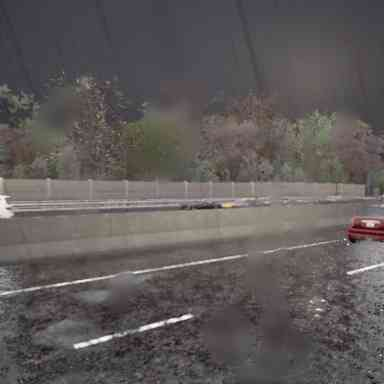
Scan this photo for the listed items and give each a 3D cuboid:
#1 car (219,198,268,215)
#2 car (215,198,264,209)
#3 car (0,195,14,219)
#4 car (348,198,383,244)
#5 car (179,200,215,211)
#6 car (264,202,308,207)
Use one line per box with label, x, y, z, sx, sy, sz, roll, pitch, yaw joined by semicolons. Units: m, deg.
car;5.219;1.400;33.497;5.008;1.535;1.882;0;0;-35
car;4.958;1.478;29.017;5.357;1.411;2.033;0;0;-35
car;-13.812;1.221;19.935;5.566;2.045;2.150;0;0;-35
car;8.720;1.299;14.263;4.553;1.767;2.097;0;0;-35
car;0.999;1.531;34.790;4.718;1.301;1.895;0;0;-35
car;8.249;1.490;27.062;4.181;1.385;1.994;0;0;-35
